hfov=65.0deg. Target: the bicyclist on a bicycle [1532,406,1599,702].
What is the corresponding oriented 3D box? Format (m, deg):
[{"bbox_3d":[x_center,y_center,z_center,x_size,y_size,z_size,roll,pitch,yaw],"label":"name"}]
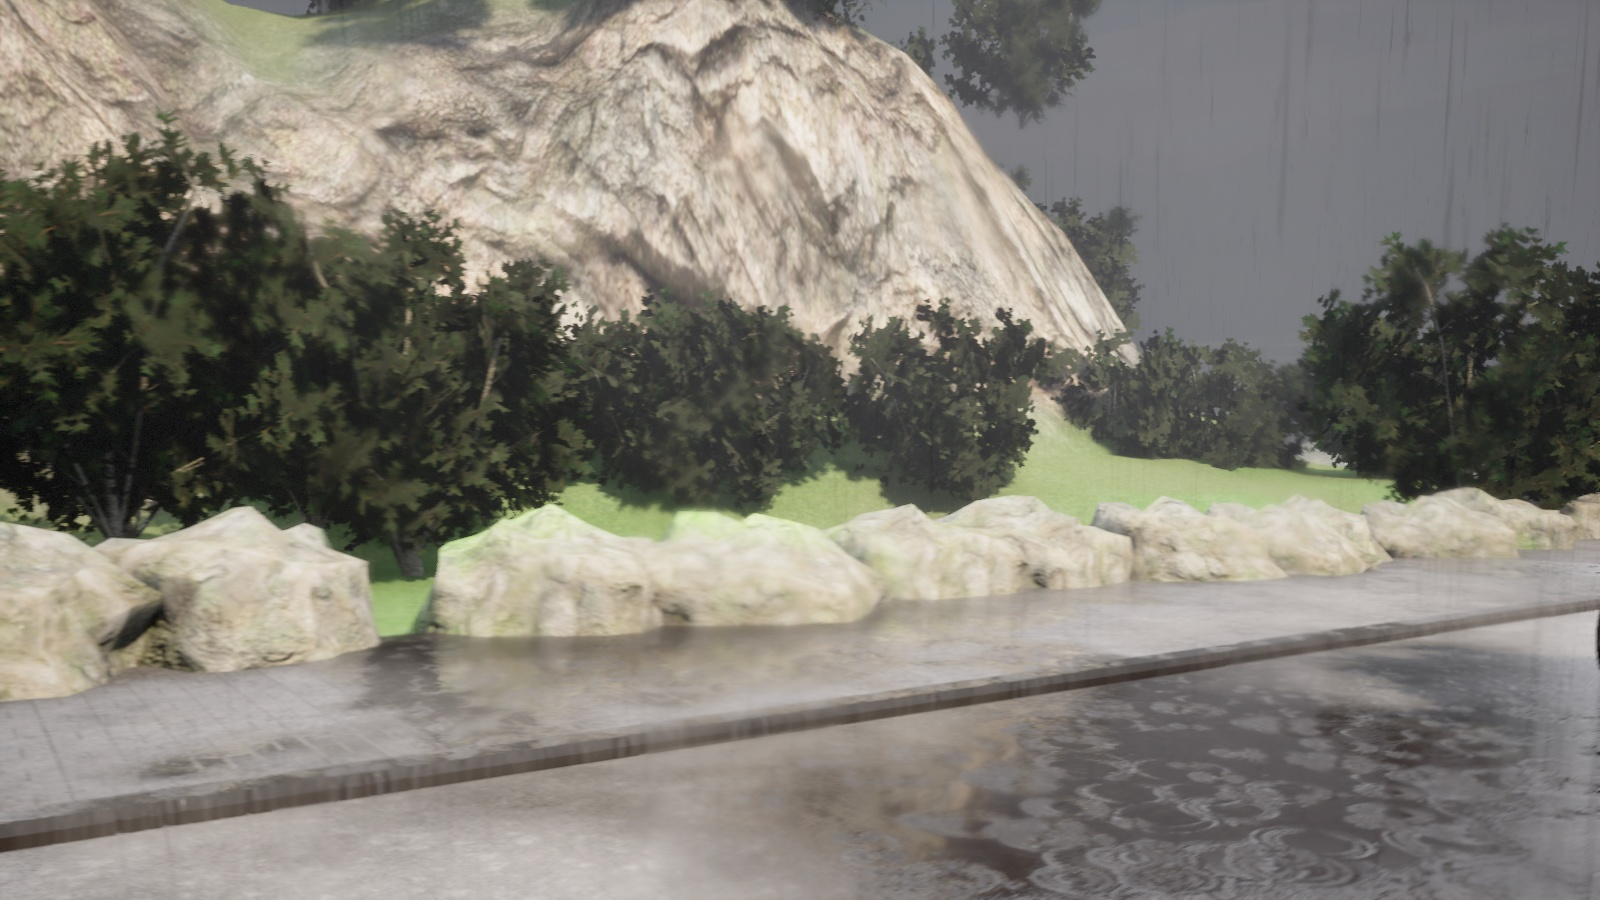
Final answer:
[{"bbox_3d":[5.528,0.624,8.116,1.843,1.776,0.659,0,0,-35],"label":"bicyclist on a bicycle"}]
